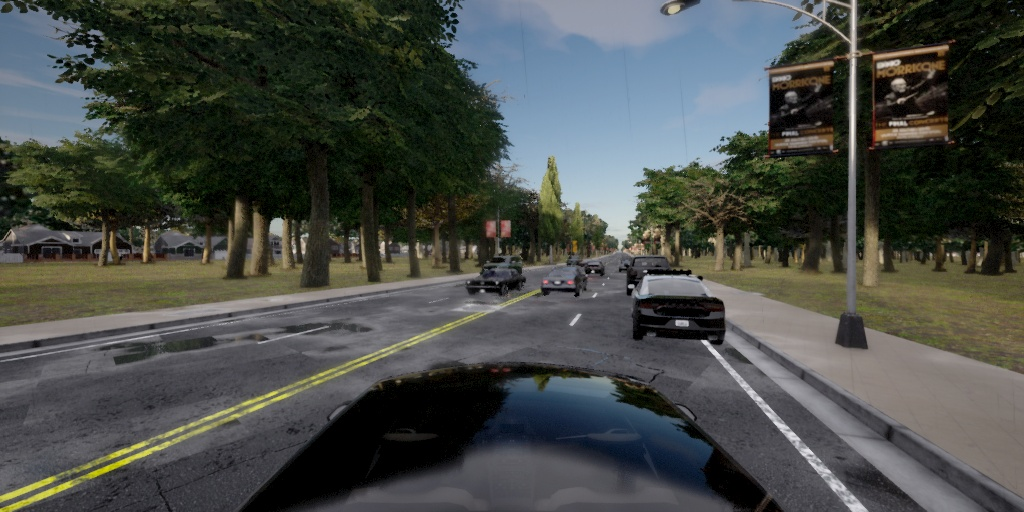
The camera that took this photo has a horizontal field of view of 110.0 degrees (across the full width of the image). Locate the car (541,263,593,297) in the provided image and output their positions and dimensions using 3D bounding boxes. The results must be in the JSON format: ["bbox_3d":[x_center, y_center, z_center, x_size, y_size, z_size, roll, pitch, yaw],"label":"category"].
[{"bbox_3d":[2.902,1.294,19.118,2.033,1.411,5.357,0,0,18],"label":"car"}]

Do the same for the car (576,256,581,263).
[{"bbox_3d":[12.355,1.239,60.111,1.882,1.535,5.008,0,0,18],"label":"car"}]

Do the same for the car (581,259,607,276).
[{"bbox_3d":[8.549,1.255,36.859,1.837,1.490,4.892,0,0,18],"label":"car"}]

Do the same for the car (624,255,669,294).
[{"bbox_3d":[7.277,0.971,19.257,2.150,2.045,5.566,0,0,18],"label":"car"}]

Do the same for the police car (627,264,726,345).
[{"bbox_3d":[4.267,1.173,9.805,1.930,1.638,5.238,0,0,18],"label":"police car"}]

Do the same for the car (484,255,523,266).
[{"bbox_3d":[-0.674,0.970,29.968,2.150,2.045,5.566,0,0,18],"label":"car"}]

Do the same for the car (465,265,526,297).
[{"bbox_3d":[-0.739,1.348,19.059,1.895,1.301,4.718,0,0,18],"label":"car"}]

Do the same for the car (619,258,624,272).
[{"bbox_3d":[14.607,1.318,45.440,1.994,1.385,4.181,0,0,19],"label":"car"}]
